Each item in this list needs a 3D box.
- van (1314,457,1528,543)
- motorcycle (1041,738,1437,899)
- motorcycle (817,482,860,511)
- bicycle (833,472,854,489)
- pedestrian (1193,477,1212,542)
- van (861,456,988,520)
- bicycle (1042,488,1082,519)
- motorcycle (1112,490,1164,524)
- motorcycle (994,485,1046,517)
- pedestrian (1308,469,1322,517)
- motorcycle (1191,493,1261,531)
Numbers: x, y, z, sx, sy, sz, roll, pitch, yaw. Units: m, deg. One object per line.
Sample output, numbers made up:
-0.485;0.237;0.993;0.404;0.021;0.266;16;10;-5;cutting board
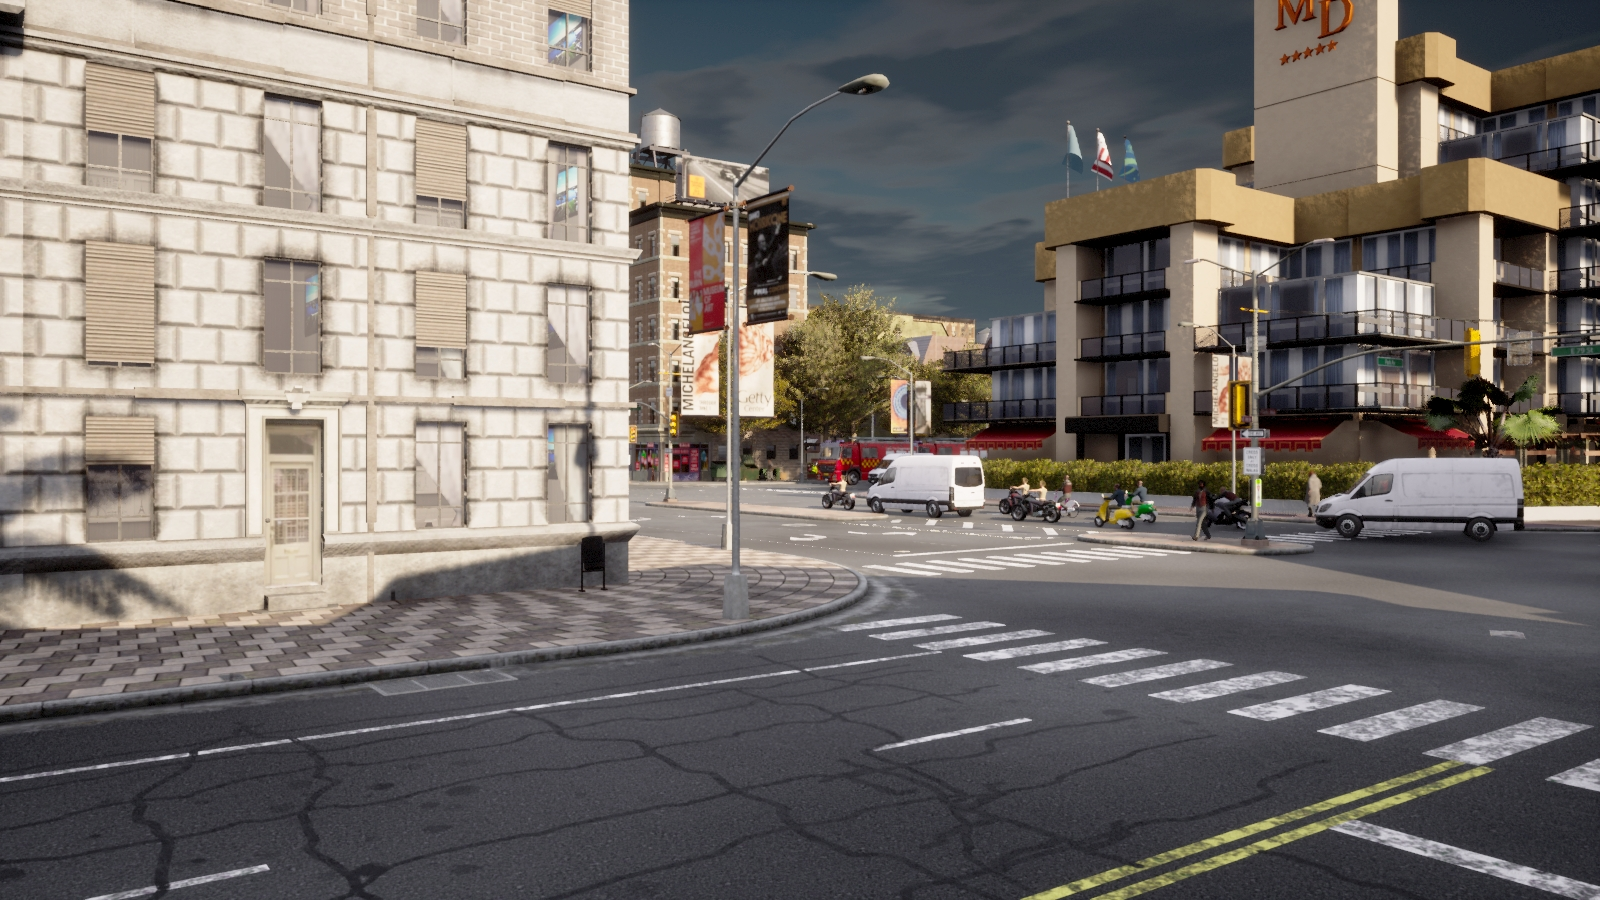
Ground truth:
19.815;1.534;36.794;5.915;2.561;1.988;0;0;25;van
2.199;2.213;5.612;2.033;1.145;0.803;0;0;-34;motorcycle
1.797;2.170;53.778;0.764;1.277;2.356;0;0;-37;motorcycle
3.139;2.210;82.258;1.835;1.171;0.329;0;0;-43;bicycle
11.659;1.706;33.081;0.375;1.860;0.375;0;0;-42;pedestrian
5.246;1.534;49.039;1.988;2.561;5.915;0;0;-36;van
10.851;2.210;47.360;0.329;1.171;1.835;0;0;-36;bicycle
13.079;2.182;44.246;0.856;1.236;1.805;0;0;-36;motorcycle
9.406;2.170;48.968;0.764;1.277;2.356;0;0;-34;motorcycle
20.165;1.696;44.740;0.375;1.860;0.375;0;0;-20;pedestrian
15.193;2.205;40.836;0.867;1.251;2.209;0;0;-39;motorcycle
